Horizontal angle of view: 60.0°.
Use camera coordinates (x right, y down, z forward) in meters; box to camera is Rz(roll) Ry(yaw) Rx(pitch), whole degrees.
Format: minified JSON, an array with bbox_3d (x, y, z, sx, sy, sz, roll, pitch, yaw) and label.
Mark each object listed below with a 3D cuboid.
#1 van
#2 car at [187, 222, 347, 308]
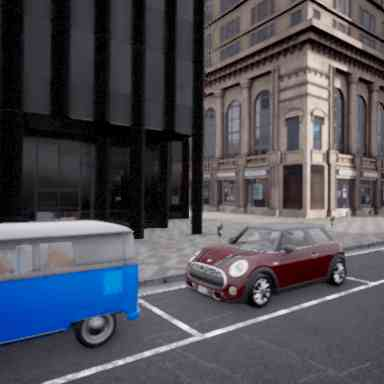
[{"bbox_3d":[-2.716,1.344,4.706,3.998,1.788,1.690,1,0,-35],"label":"van"},{"bbox_3d":[1.844,1.485,7.959,4.097,1.590,1.967,1,0,-35],"label":"car"}]
